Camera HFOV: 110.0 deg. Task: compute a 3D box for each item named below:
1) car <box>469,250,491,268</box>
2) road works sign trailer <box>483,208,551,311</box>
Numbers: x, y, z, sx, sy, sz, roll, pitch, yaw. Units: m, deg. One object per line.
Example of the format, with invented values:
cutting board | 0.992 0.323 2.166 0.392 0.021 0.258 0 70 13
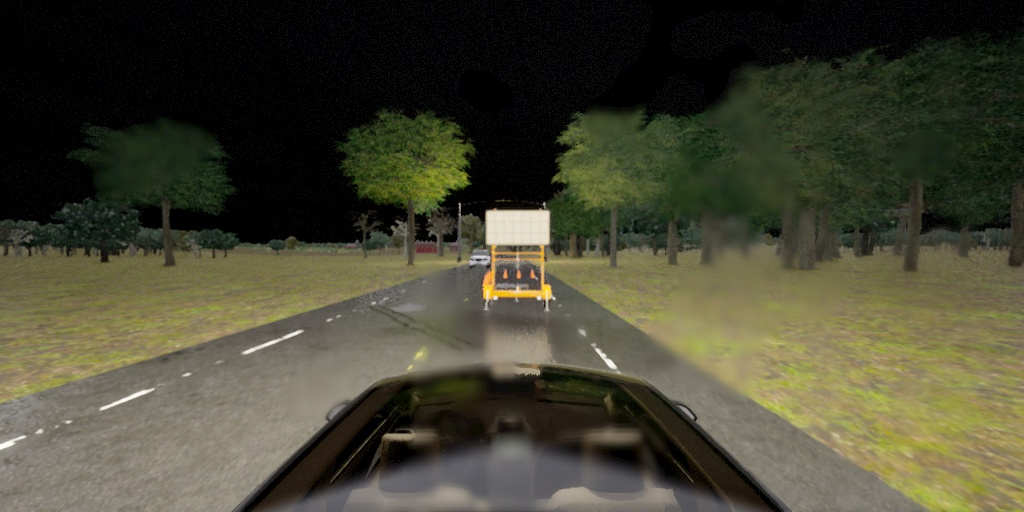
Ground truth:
car | -3.580 0.316 41.093 2.150 2.045 5.566 0 1 0
road works sign trailer | 0.220 0.014 13.403 2.380 3.560 2.880 0 0 2
